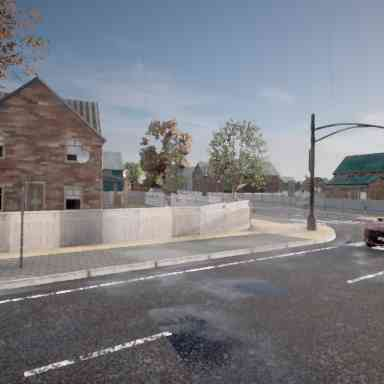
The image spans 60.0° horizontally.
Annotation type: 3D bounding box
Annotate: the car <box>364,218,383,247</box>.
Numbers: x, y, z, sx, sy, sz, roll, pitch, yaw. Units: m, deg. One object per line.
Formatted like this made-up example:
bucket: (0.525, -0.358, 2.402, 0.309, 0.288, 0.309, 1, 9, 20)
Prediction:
car: (9.167, 1.496, 13.922, 5.008, 1.535, 1.882, 0, 0, -35)

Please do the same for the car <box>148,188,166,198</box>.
car: (-6.545, 0.336, 61.636, 2.150, 2.045, 5.566, 1, 1, -21)
